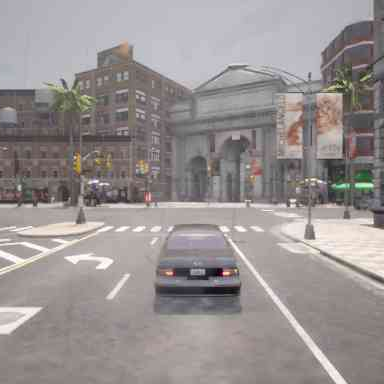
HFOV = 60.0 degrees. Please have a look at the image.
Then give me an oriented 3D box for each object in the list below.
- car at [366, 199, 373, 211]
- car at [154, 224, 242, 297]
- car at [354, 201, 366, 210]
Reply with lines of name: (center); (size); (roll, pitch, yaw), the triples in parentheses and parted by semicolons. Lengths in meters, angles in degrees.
car: (22.705, 1.526, 37.468); (4.674, 1.442, 1.812); (0, 0, 1)
car: (0.111, 1.547, 8.741); (2.033, 1.411, 5.357); (0, 0, 0)
car: (22.279, 1.564, 40.966); (4.181, 1.385, 1.994); (0, 0, 0)
